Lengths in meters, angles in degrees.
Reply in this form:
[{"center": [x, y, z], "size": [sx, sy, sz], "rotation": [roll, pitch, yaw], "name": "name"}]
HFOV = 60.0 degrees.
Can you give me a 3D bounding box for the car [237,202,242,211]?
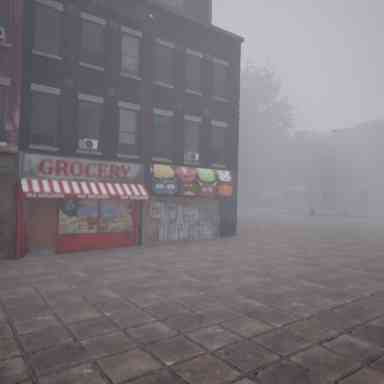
[{"center": [4.668, 1.836, 45.572], "size": [1.837, 1.490, 4.892], "rotation": [2, -2, -35], "name": "car"}]
